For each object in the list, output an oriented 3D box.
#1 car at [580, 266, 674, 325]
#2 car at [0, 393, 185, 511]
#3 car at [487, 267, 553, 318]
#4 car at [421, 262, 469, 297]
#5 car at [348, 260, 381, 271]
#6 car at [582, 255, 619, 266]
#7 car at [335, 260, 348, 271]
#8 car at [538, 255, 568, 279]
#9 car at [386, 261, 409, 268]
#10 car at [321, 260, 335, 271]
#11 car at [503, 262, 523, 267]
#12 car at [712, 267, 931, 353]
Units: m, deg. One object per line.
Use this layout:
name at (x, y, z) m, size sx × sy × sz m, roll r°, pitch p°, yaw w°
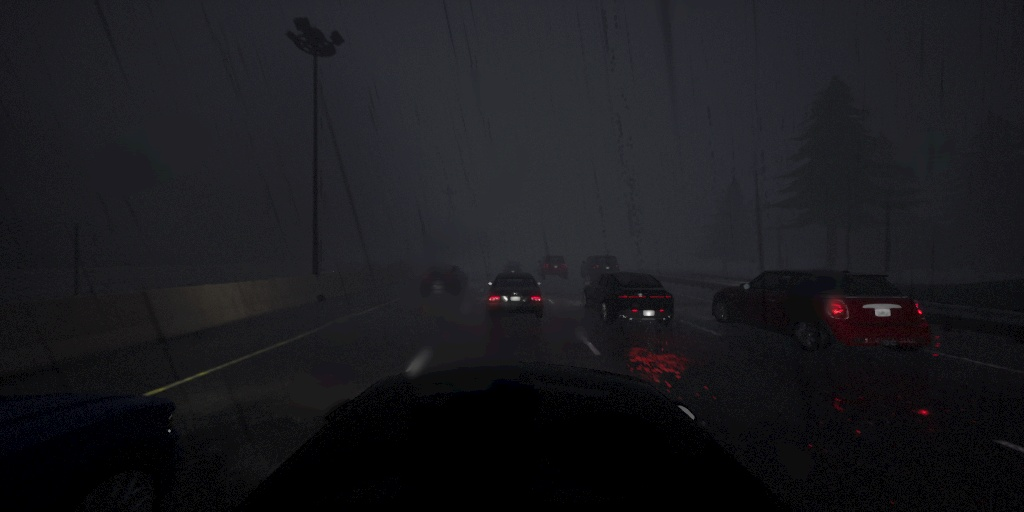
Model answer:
car at (3.600, 1.256, 11.862) m, size 1.837 × 1.490 × 4.892 m, roll 0°, pitch 0°, yaw 0°
car at (-3.401, 1.228, 0.611) m, size 1.882 × 1.535 × 5.008 m, roll 0°, pitch 0°, yaw 0°
car at (0.100, 1.298, 13.012) m, size 2.033 × 1.411 × 5.357 m, roll 0°, pitch 0°, yaw 0°
car at (-3.400, 1.243, 18.873) m, size 2.128 × 1.511 × 4.902 m, roll 0°, pitch 0°, yaw 0°
car at (-17.585, 1.245, 43.744) m, size 2.128 × 1.511 × 4.902 m, roll 0°, pitch 0°, yaw 0°
car at (7.100, 0.974, 29.287) m, size 2.150 × 2.045 × 5.566 m, roll 0°, pitch 0°, yaw 0°
car at (-21.075, 1.319, 47.329) m, size 1.994 × 1.385 × 4.181 m, roll 0°, pitch 0°, yaw 0°
car at (3.600, 0.974, 32.110) m, size 2.150 × 2.045 × 5.566 m, roll 0°, pitch 0°, yaw 0°
car at (-14.083, 1.319, 44.409) m, size 1.994 × 1.385 × 4.181 m, roll 0°, pitch 0°, yaw 0°
car at (-24.568, 1.281, 49.867) m, size 1.812 × 1.442 × 4.674 m, roll 0°, pitch 0°, yaw 0°
car at (0.089, 1.279, 36.094) m, size 1.812 × 1.442 × 4.674 m, roll 0°, pitch 0°, yaw 0°
car at (7.100, 1.102, 9.003) m, size 2.097 × 1.767 × 4.553 m, roll 0°, pitch 0°, yaw 0°
